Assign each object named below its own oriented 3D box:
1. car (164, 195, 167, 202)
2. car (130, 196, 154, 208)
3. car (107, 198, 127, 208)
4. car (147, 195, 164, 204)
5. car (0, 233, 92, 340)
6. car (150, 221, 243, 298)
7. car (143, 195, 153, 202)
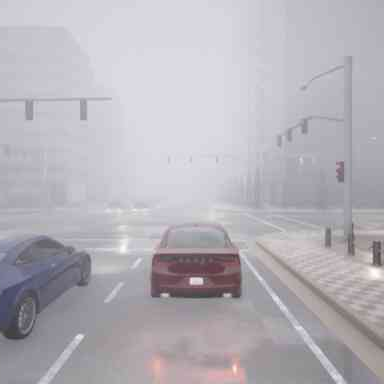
[{"bbox_3d":[-6.846,1.465,77.768,2.128,1.511,4.902,0,0,0],"label":"car"},{"bbox_3d":[-6.997,1.569,46.638,1.895,1.301,4.718,0,0,0],"label":"car"},{"bbox_3d":[-10.497,1.569,46.665,1.895,1.301,4.718,0,0,0],"label":"car"},{"bbox_3d":[-6.925,1.483,62.676,1.812,1.442,4.674,0,0,1],"label":"car"},{"bbox_3d":[-3.417,1.521,6.407,1.812,1.442,4.674,0,0,0],"label":"car"},{"bbox_3d":[0.097,1.472,8.535,1.882,1.535,5.008,0,0,0],"label":"car"},{"bbox_3d":[-10.344,1.436,78.639,1.837,1.490,4.892,0,0,0],"label":"car"}]
